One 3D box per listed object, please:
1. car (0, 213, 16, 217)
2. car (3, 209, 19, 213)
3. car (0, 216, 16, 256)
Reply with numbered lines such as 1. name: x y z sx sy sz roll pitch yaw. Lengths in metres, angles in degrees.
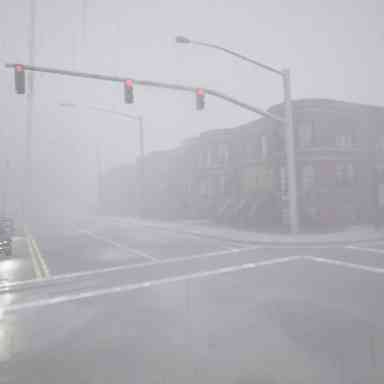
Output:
1. car: -14.172 2.546 24.538 1.994 1.385 4.181 -3 -1 -28
2. car: -21.410 3.044 38.389 2.033 1.411 5.357 -3 -1 -27
3. car: -9.556 2.159 15.737 1.837 1.490 4.892 -3 -1 -28
